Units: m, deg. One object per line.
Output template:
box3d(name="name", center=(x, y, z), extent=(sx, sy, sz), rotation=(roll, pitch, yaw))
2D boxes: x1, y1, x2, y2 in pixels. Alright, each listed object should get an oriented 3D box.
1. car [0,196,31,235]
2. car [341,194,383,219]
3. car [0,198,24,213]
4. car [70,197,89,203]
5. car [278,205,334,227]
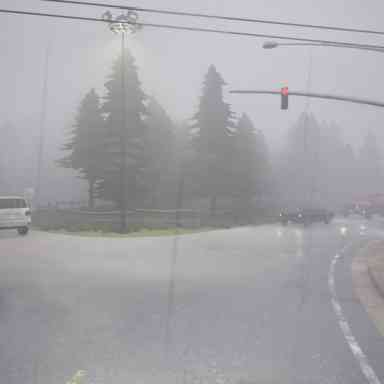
box3d(name="car", center=(-10.800, 1.248, 18.121), extent=(5.566, 2.045, 2.150), rotation=(0, 0, 42))
box3d(name="car", center=(15.433, 1.221, 29.621), extent=(5.566, 2.045, 2.150), rotation=(0, 0, -40))
box3d(name="car", center=(-21.699, 1.517, 38.269), extent=(2.128, 1.511, 4.902), rotation=(0, 0, 3))
box3d(name="car", center=(-16.701, 1.518, 50.782), extent=(2.128, 1.511, 4.902), rotation=(0, 0, 12))
box3d(name="car", center=(7.948, 1.601, 23.035), extent=(4.718, 1.301, 1.895), rotation=(0, 0, -43))
